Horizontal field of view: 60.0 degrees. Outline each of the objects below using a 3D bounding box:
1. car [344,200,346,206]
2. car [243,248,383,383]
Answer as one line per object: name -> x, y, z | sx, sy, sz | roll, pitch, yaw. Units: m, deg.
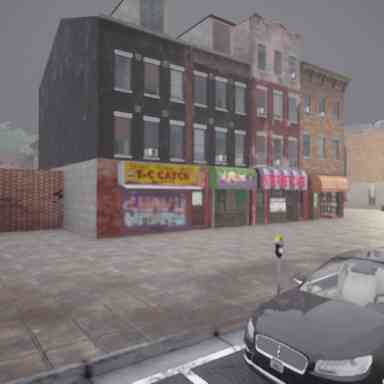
car -> 16.790, 1.069, 42.675 | 2.150, 2.045, 5.566 | 0, 0, -36
car -> 2.652, 1.550, 4.682 | 4.403, 1.369, 2.008 | 0, 0, -35
